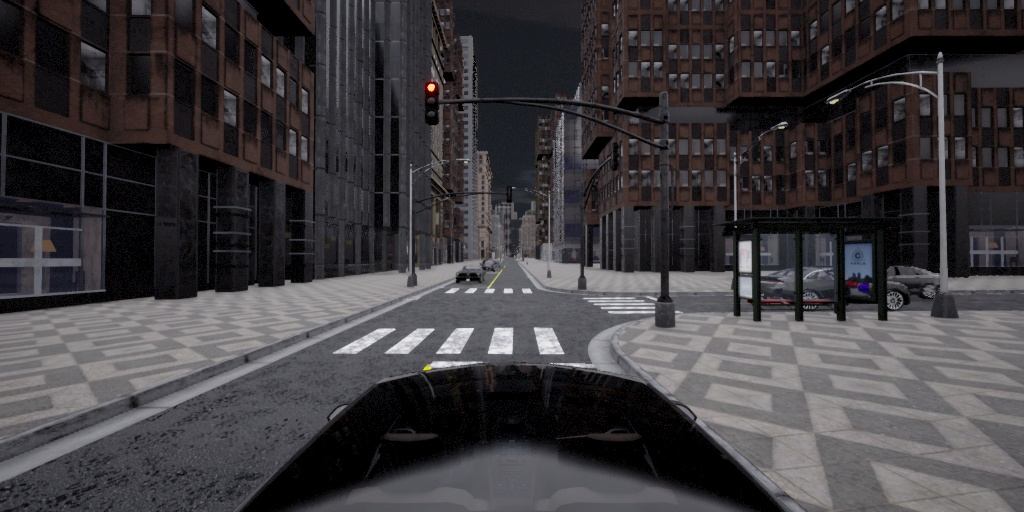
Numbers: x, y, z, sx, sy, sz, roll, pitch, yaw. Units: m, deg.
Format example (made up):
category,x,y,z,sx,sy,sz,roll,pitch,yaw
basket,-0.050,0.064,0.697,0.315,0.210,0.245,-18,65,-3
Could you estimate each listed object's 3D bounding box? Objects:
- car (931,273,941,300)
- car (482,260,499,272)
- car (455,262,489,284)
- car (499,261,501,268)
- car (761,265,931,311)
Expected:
category,x,y,z,sx,sy,sz,roll,pitch,yaw
car,16.427,1.169,16.200,4.892,1.490,1.837,0,-1,0
car,-3.037,1.266,44.978,1.837,1.490,4.892,0,0,0
car,-3.067,1.357,27.181,1.895,1.301,4.718,0,0,0
car,-2.918,1.366,62.811,2.033,1.411,5.357,0,0,0
car,11.518,1.145,13.103,4.902,1.511,2.128,0,-1,0
